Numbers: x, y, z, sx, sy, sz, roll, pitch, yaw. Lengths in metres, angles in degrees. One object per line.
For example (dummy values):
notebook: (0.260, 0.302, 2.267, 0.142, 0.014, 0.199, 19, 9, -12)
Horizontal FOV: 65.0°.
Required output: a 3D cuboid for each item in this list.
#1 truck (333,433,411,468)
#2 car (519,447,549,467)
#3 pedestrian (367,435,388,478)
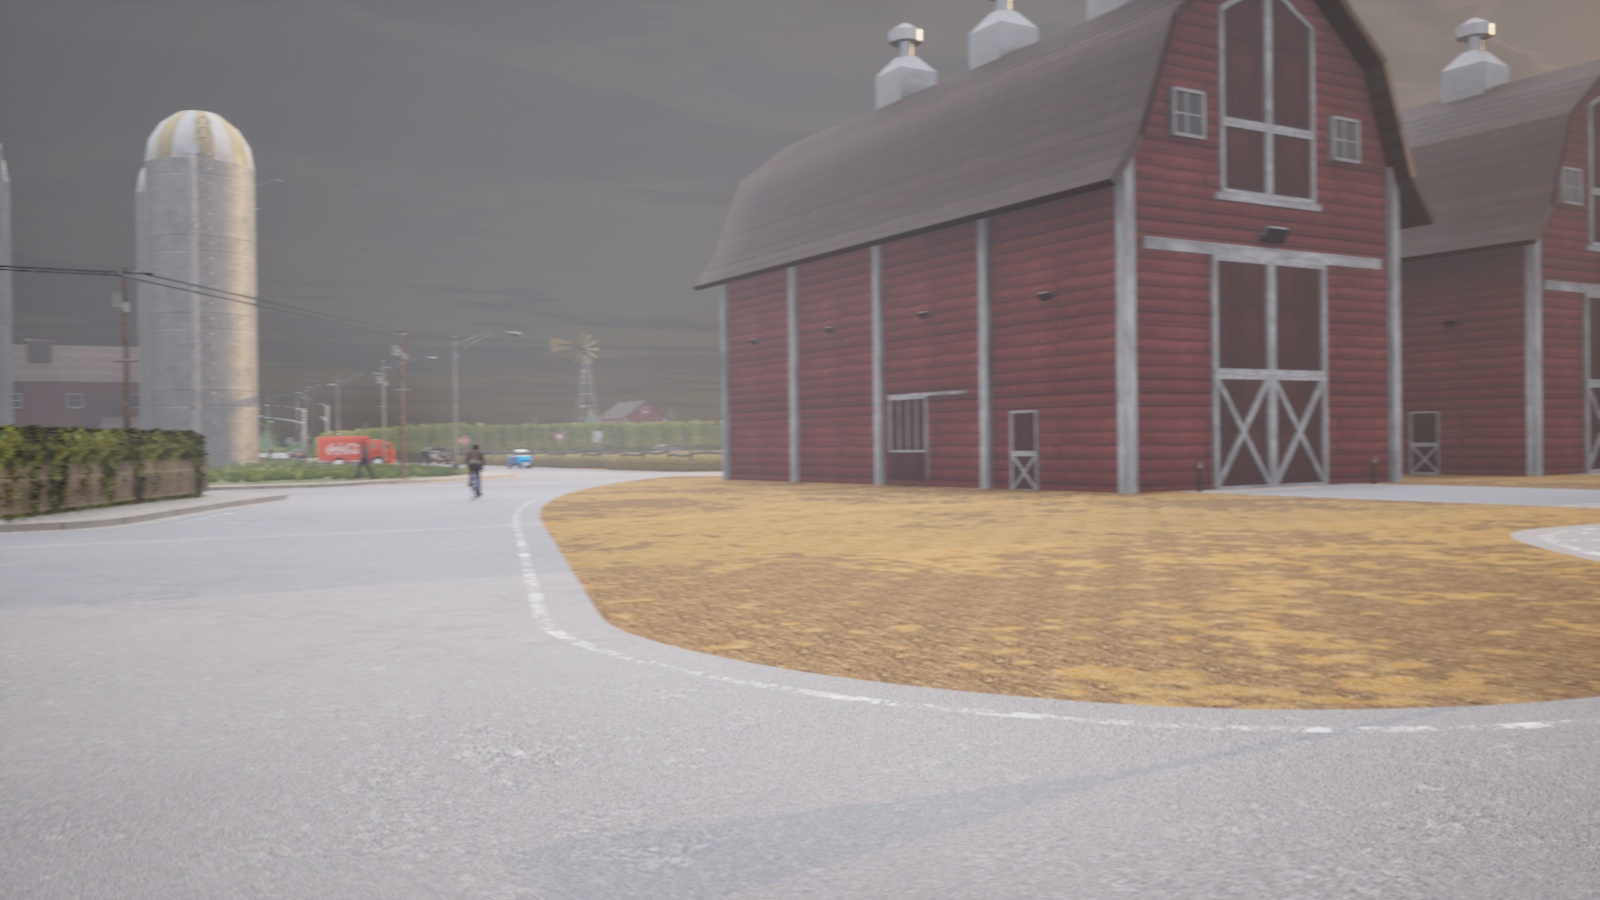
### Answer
truck: (-30.758, 0.020, 90.178, 5.204, 2.467, 2.627, 0, 0, -21)
car: (-18.863, 0.507, 89.180, 1.481, 1.376, 2.207, -1, 0, -29)
pedestrian: (-19.547, 0.286, 58.096, 0.788, 1.949, 0.423, -1, 1, -36)
